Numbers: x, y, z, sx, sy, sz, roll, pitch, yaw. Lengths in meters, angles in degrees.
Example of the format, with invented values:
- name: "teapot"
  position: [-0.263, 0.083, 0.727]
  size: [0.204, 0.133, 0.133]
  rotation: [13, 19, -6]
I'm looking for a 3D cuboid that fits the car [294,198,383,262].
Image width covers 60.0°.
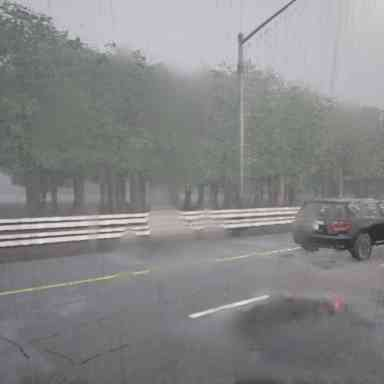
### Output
- name: "car"
  position: [6.187, 1.225, 12.449]
  size: [5.566, 2.045, 2.150]
  rotation: [0, 0, -35]
